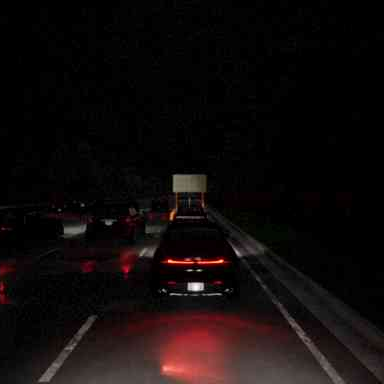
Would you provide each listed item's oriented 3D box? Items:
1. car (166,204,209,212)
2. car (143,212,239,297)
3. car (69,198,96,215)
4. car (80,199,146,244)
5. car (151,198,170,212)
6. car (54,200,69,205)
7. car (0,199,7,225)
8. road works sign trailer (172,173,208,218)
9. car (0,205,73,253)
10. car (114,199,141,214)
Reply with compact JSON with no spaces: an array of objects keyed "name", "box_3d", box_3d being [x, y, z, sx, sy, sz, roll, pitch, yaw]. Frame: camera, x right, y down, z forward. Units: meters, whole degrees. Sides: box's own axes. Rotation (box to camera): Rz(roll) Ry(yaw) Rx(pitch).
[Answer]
[{"name":"car","box_3d":[-0.046,1.489,18.965,2.128,1.511,4.902,0,0,1]},{"name":"car","box_3d":[0.054,1.505,8.579,1.837,1.490,4.892,0,0,0]},{"name":"car","box_3d":[-10.646,1.353,34.434,2.097,1.767,4.553,0,0,0]},{"name":"car","box_3d":[-3.500,1.351,16.049,2.097,1.767,4.553,0,0,0]},{"name":"car","box_3d":[-3.683,1.480,39.034,1.882,1.535,5.008,0,0,0]},{"name":"car","box_3d":[-14.175,1.603,37.733,1.895,1.301,4.718,0,0,0]},{"name":"car","box_3d":[-14.042,1.354,21.145,2.097,1.767,4.553,0,0,0]},{"name":"road works sign trailer","box_3d":[-0.169,0.466,22.835,2.380,3.560,2.880,0,0,-3]},{"name":"car","box_3d":[-6.982,1.493,13.776,2.128,1.511,4.902,0,0,0]},{"name":"car","box_3d":[-7.173,1.549,37.455,2.033,1.411,5.357,0,0,0]}]
